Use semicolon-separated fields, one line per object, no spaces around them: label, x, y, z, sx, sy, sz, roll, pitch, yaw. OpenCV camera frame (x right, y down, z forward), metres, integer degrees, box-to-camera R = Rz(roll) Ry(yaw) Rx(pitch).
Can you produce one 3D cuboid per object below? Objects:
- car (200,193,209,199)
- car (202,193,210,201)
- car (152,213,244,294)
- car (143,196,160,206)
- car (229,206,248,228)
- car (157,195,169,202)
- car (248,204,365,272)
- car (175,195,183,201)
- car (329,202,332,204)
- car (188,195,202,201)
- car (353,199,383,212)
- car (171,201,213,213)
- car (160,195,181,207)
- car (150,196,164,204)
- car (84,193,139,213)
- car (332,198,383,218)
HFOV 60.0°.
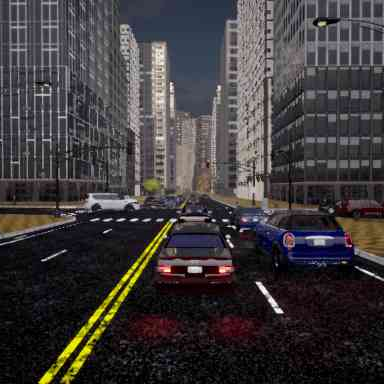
car;3.429;1.093;92.152;2.097;1.767;4.553;0;0;0
car;3.409;1.392;81.763;1.882;1.535;5.008;0;0;0
car;0.110;1.543;8.923;2.033;1.411;5.357;0;0;1
car;-6.493;1.466;52.442;1.837;1.490;4.892;0;0;0
car;3.390;1.536;20.277;2.033;1.411;5.357;0;0;0
car;-6.360;1.475;72.992;2.033;1.411;5.357;0;0;0
car;3.370;1.347;10.892;2.097;1.767;4.553;0;0;0
car;-3.097;1.426;79.577;1.837;1.490;4.892;0;0;0
car;16.485;1.614;36.758;4.892;1.490;1.837;0;1;-1
car;0.236;1.558;55.685;1.895;1.301;4.718;0;0;0
car;21.885;1.640;39.226;4.829;1.417;1.752;1;0;1
car;0.136;1.481;18.668;2.128;1.511;4.902;0;0;0
car;-3.224;1.315;50.602;2.097;1.767;4.553;0;0;-1
car;-6.440;1.497;62.322;2.033;1.411;5.357;0;0;0
car;-8.471;1.144;35.149;5.566;2.045;2.150;0;1;-14
car;16.260;1.517;30.950;5.009;1.841;2.192;1;0;1
